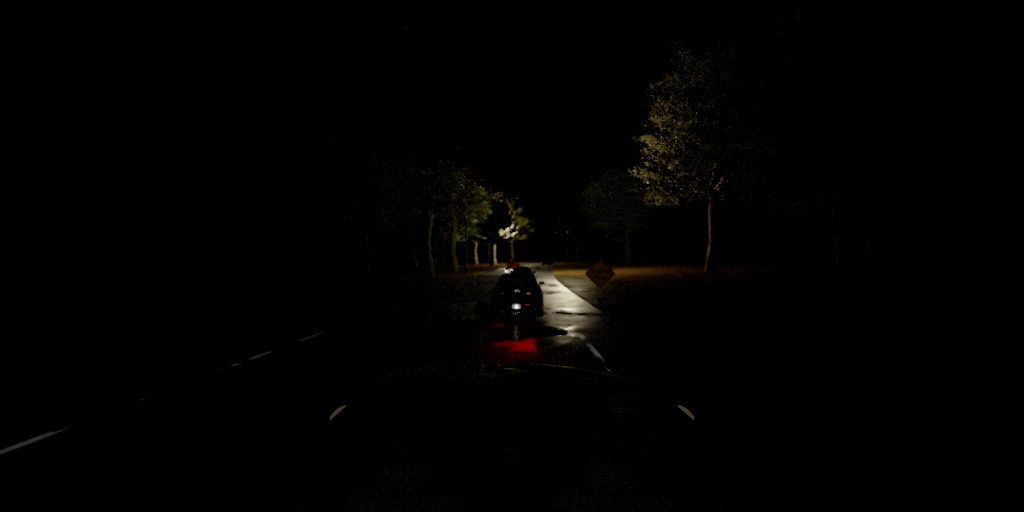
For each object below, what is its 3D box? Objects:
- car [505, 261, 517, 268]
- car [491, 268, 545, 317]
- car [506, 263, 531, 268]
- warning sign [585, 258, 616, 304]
[{"bbox_3d":[0.053,1.632,60.714,1.882,1.535,5.008,0,0,7],"label":"car"},{"bbox_3d":[0.233,1.405,14.068,1.837,1.490,4.892,0,0,2],"label":"car"},{"bbox_3d":[0.851,1.585,28.978,1.837,1.490,4.892,0,0,4],"label":"car"},{"bbox_3d":[3.755,1.033,15.297,1.300,1.860,1.060,0,0,2],"label":"warning sign"}]
